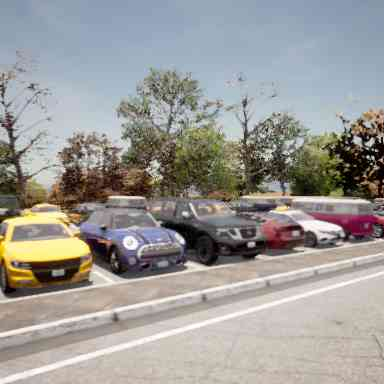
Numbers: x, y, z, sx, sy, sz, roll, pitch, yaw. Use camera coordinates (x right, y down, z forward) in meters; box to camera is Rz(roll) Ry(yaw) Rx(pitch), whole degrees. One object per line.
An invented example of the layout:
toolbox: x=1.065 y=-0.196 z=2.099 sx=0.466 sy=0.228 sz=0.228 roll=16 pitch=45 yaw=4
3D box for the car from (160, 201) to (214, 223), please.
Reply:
car: x=-0.551 y=1.578 z=27.921 sx=2.097 sy=1.535 sz=5.008 roll=1 pitch=0 yaw=-35

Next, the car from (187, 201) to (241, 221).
car: x=1.808 y=1.604 z=29.602 sx=2.097 sy=1.535 sz=5.008 roll=1 pitch=0 yaw=-35

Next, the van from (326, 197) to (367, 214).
van: x=19.668 y=1.673 z=42.480 sx=1.878 sy=1.987 sz=4.442 roll=2 pitch=-1 yaw=-35

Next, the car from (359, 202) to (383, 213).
car: x=26.600 y=2.147 z=47.274 sx=2.002 sy=1.452 sz=4.674 roll=2 pitch=-1 yaw=-35

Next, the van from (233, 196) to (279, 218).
van: x=6.250 y=1.426 z=32.918 sx=1.878 sy=1.987 sz=4.442 roll=1 pitch=0 yaw=-35

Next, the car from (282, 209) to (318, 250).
car: x=2.444 y=1.560 z=14.037 sx=2.163 sy=1.488 sz=4.792 roll=1 pitch=0 yaw=-35

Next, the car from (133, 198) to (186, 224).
car: x=-2.689 y=1.430 z=26.365 sx=2.185 sy=1.767 sz=4.553 roll=1 pitch=0 yaw=-35

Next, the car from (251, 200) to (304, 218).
car: x=8.680 y=1.673 z=34.279 sx=1.946 sy=1.575 sz=5.366 roll=1 pitch=0 yaw=-36

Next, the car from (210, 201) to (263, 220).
car: x=4.064 y=1.629 z=31.209 sx=2.231 sy=1.521 sz=4.892 roll=1 pitch=0 yaw=-35

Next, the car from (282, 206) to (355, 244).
car: x=4.720 y=1.595 z=15.626 sx=2.002 sy=1.452 sz=4.674 roll=1 pitch=0 yaw=-35

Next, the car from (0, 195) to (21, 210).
car: x=-11.743 y=1.216 z=19.986 sx=2.435 sy=2.045 sz=5.566 roll=0 pitch=0 yaw=-35

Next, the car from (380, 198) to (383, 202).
car: x=22.009 y=1.716 z=43.970 sx=2.435 sy=2.045 sz=5.566 roll=2 pitch=-1 yaw=-35

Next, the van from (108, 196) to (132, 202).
van: x=-5.029 y=1.306 z=24.879 sx=1.878 sy=1.987 sz=4.442 roll=1 pitch=0 yaw=-35

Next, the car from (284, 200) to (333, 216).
car: x=13.080 y=1.723 z=37.648 sx=2.097 sy=1.535 sz=5.008 roll=1 pitch=0 yaw=-35

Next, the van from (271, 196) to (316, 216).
van: x=10.897 y=1.474 z=35.942 sx=1.878 sy=1.987 sz=4.442 roll=1 pitch=0 yaw=-35

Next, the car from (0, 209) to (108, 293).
car: x=-4.321 y=1.468 z=9.187 sx=2.097 sy=1.535 sz=5.008 roll=0 pitch=0 yaw=-35

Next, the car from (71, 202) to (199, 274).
car: x=-2.074 y=1.360 z=10.819 sx=2.185 sy=1.767 sz=4.553 roll=1 pitch=0 yaw=-35

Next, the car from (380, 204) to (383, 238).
car: x=9.240 y=1.603 z=18.850 sx=2.097 sy=1.535 sz=5.008 roll=1 pitch=0 yaw=-35

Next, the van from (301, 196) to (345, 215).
van: x=15.287 y=1.536 z=39.071 sx=1.878 sy=1.987 sz=4.442 roll=1 pitch=-1 yaw=-35

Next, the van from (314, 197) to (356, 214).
van: x=17.515 y=1.607 z=40.945 sx=1.878 sy=1.987 sz=4.442 roll=2 pitch=-1 yaw=-35

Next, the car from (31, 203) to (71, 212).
car: x=-9.366 y=1.483 z=21.418 sx=1.946 sy=1.575 sz=5.366 roll=0 pitch=0 yaw=-35

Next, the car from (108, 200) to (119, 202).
car: x=-7.216 y=1.509 z=23.170 sx=2.231 sy=1.521 sz=4.892 roll=1 pitch=0 yaw=-35

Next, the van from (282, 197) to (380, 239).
van: x=6.916 y=1.353 z=17.331 sx=1.878 sy=1.987 sz=4.442 roll=1 pitch=0 yaw=-35

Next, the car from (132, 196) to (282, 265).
car: x=0.219 y=1.255 z=12.380 sx=2.435 sy=2.045 sz=5.566 roll=1 pitch=0 yaw=-35

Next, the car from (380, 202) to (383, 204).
car: x=13.781 y=1.680 z=22.043 sx=2.163 sy=1.488 sz=4.792 roll=1 pitch=0 yaw=-36
